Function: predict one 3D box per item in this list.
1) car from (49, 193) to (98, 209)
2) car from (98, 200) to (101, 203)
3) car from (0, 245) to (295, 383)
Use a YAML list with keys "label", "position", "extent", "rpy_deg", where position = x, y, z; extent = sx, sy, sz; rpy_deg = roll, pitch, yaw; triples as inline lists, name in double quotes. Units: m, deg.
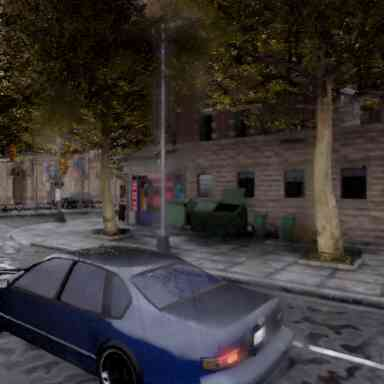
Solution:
- label: "car"
  position: [-15.459, 1.147, 42.956]
  extent: [2.150, 2.045, 5.566]
  rpy_deg: [0, 0, 36]
- label: "car"
  position: [-16.739, 1.507, 52.571]
  extent: [1.895, 1.301, 4.718]
  rpy_deg: [0, 0, 36]
- label: "car"
  position: [-1.334, 1.540, 4.938]
  extent: [5.357, 1.411, 2.033]
  rpy_deg: [0, 0, 36]
